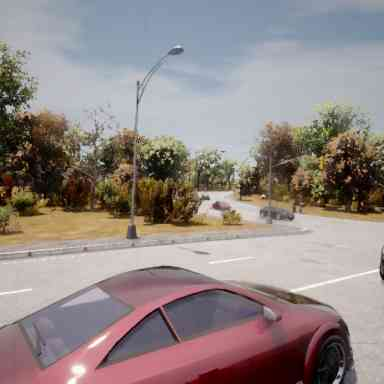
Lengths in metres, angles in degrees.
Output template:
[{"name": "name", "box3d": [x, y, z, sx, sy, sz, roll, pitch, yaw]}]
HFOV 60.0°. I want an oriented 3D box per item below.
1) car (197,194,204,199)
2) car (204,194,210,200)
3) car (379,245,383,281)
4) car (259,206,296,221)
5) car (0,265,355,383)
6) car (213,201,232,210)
[{"name": "car", "box3d": [0.567, 1.206, 68.172, 2.097, 1.767, 4.553, 2, 2, -9]}, {"name": "car", "box3d": [3.106, 1.124, 78.681, 2.128, 1.511, 4.902, 2, 2, -1]}, {"name": "car", "box3d": [6.967, 1.486, 8.771, 4.553, 1.767, 2.097, 2, -1, -36]}, {"name": "car", "box3d": [9.343, 2.295, 36.718, 1.837, 1.490, 4.892, 3, 0, -23]}, {"name": "car", "box3d": [-0.051, 1.571, 3.713, 4.181, 1.385, 1.994, 0, 0, -36]}, {"name": "car", "box3d": [4.509, 2.091, 49.974, 1.812, 1.442, 4.674, 3, 1, -16]}]
